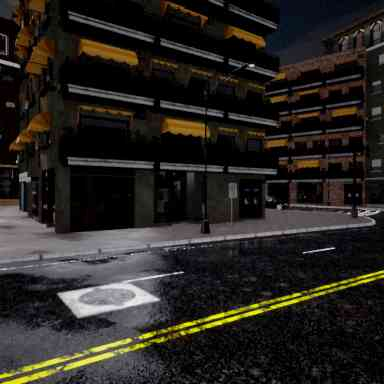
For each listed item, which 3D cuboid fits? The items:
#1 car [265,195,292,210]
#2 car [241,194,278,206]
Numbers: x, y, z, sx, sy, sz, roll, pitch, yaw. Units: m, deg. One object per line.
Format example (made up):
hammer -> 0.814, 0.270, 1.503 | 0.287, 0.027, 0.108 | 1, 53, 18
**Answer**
car -> 8.234, 1.162, 34.887 | 4.403, 1.369, 2.008 | 1, 0, 38
car -> 9.110, 1.073, 44.868 | 4.403, 1.369, 2.008 | 1, 0, 38
